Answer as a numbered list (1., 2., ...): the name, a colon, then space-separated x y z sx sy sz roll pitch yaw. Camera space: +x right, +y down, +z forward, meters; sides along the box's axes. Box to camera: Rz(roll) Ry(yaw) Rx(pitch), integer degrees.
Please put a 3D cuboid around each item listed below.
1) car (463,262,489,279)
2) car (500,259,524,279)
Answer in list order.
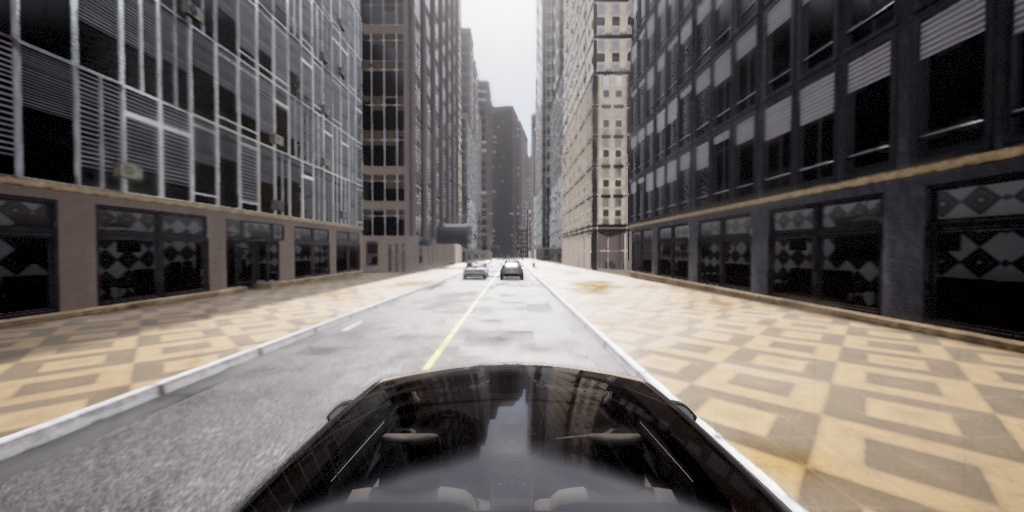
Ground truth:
1. car: -3.000 1.205 30.561 1.895 1.301 4.718 0 0 0
2. car: 0.004 1.157 30.290 1.994 1.385 4.181 0 0 1
